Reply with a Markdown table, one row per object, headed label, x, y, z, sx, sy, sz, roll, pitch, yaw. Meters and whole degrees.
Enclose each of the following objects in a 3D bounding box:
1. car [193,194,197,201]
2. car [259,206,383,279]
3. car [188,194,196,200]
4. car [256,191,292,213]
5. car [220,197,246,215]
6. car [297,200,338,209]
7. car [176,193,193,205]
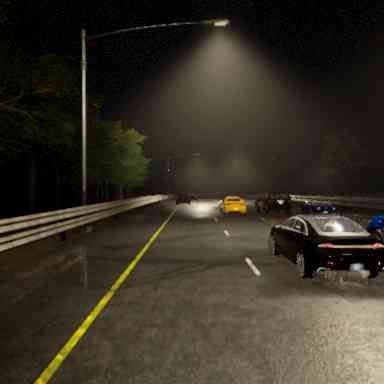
| label | x | y | z | sx | sy | sz | roll | pitch | yaw |
| --- | --- | --- | --- | --- | --- | --- | --- | --- | --- |
| car | -0.010 | 1.160 | 66.976 | 1.812 | 1.442 | 4.674 | 0 | 0 | 0 |
| car | 3.598 | 1.395 | 9.678 | 2.128 | 1.511 | 4.902 | 0 | 1 | 0 |
| car | -0.012 | 1.158 | 82.663 | 1.812 | 1.442 | 4.674 | 0 | -1 | 0 |
| car | 7.096 | 0.933 | 29.211 | 2.150 | 2.045 | 5.566 | 0 | 1 | 0 |
| car | 3.595 | 1.180 | 29.962 | 1.882 | 1.535 | 5.008 | 0 | 1 | 0 |
| car | 10.595 | 1.318 | 28.529 | 1.895 | 1.301 | 4.718 | 0 | 1 | 0 |
| car | -1.233 | 0.963 | 48.260 | 2.097 | 1.767 | 4.553 | 0 | 0 | 0 |
